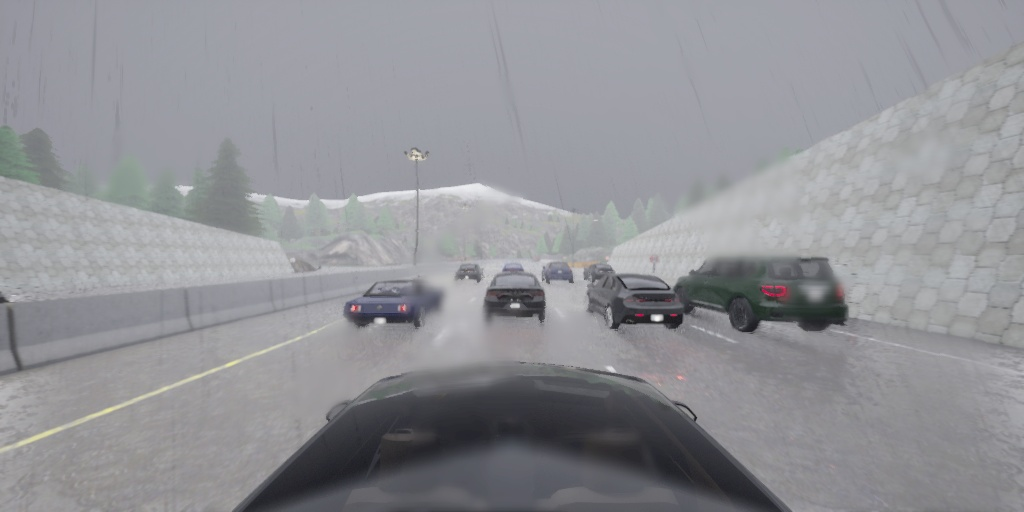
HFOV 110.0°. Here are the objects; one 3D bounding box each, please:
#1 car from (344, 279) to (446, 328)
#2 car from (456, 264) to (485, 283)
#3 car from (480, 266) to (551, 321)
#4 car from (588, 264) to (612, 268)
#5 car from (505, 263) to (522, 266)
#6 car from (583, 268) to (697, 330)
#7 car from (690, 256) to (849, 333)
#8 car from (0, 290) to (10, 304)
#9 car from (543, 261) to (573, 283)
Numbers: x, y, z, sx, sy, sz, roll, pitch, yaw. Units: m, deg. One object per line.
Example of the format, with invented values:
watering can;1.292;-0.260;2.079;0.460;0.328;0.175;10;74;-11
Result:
car;-3.398;1.392;11.484;1.895;1.301;4.718;0;0;0
car;-3.396;1.371;29.427;1.837;1.490;4.892;0;0;0
car;0.101;1.273;12.648;1.882;1.535;5.008;0;0;0
car;7.103;1.371;29.437;1.837;1.490;4.892;0;0;0
car;0.104;1.350;30.987;1.882;1.535;5.008;0;0;0
car;3.602;1.295;11.311;1.837;1.490;4.892;0;0;0
car;7.101;1.011;11.067;2.150;2.045;5.566;0;0;0
car;-14.090;1.277;7.305;1.837;1.490;4.892;0;0;0
car;3.603;1.217;29.105;2.097;1.767;4.553;0;0;0
